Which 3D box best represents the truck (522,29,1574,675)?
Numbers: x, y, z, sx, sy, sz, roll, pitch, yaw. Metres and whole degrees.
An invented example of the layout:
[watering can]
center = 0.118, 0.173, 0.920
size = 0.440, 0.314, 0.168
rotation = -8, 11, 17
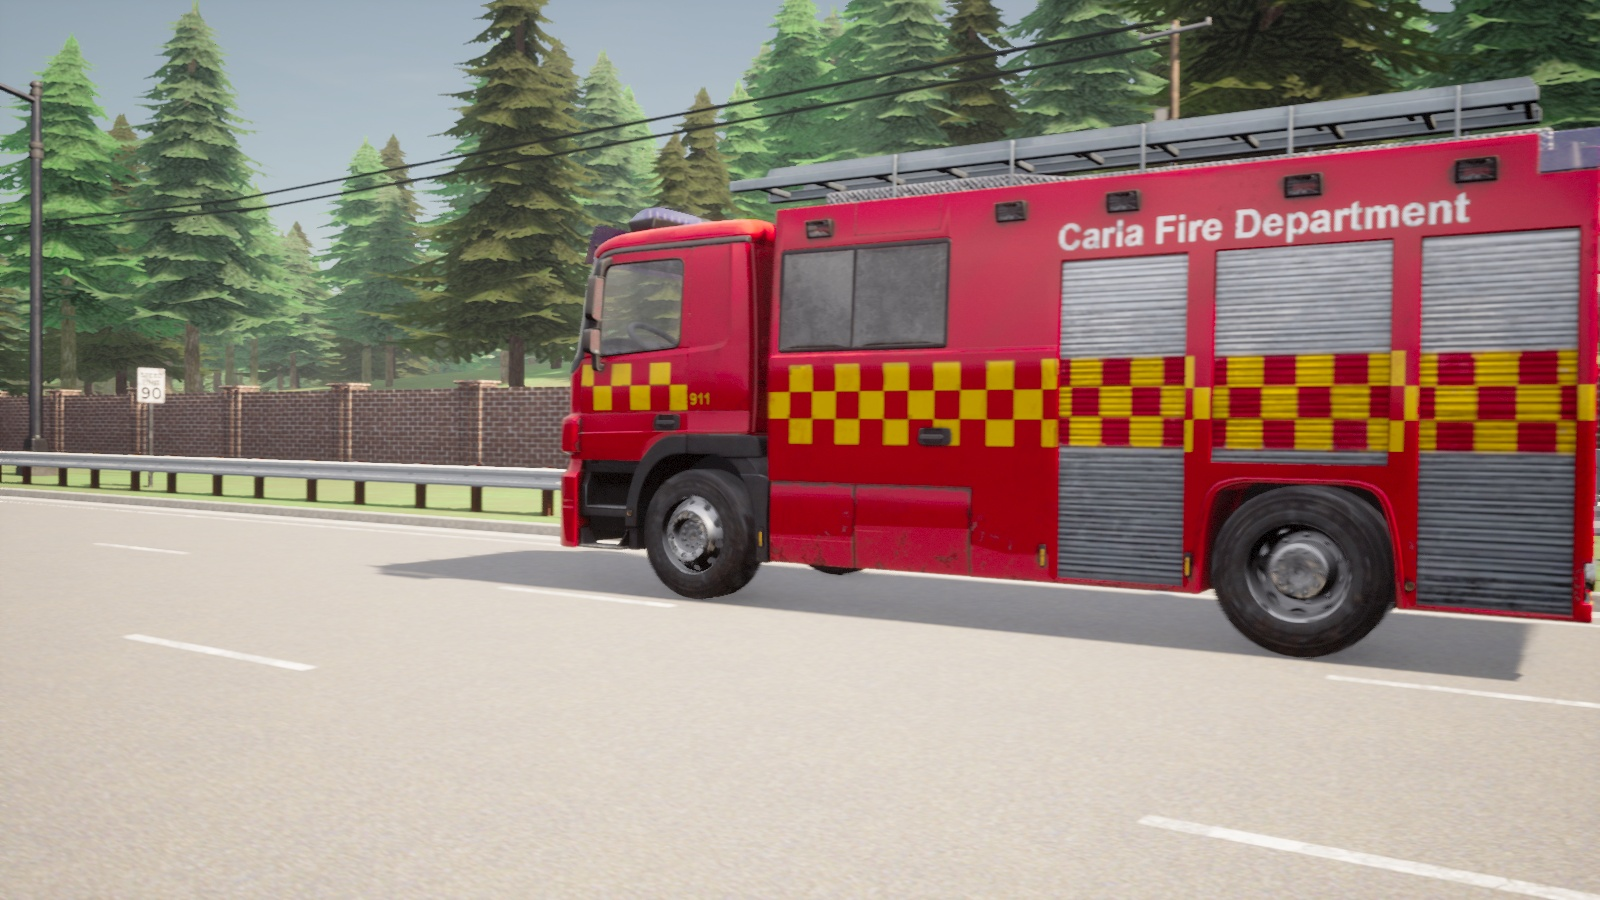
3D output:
[truck]
center = 1.741, -0.598, 10.910
size = 8.468, 3.827, 2.891
rotation = 0, 1, 32
